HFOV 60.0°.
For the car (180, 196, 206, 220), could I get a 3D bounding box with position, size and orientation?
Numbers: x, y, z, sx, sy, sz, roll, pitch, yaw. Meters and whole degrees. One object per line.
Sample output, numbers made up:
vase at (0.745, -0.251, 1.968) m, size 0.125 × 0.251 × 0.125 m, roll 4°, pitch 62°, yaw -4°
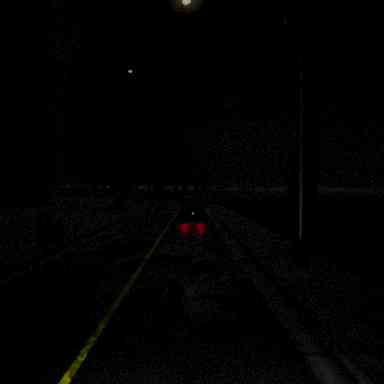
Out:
car at (0.062, 1.358, 26.894) m, size 2.128 × 1.511 × 4.902 m, roll 0°, pitch 0°, yaw 0°
